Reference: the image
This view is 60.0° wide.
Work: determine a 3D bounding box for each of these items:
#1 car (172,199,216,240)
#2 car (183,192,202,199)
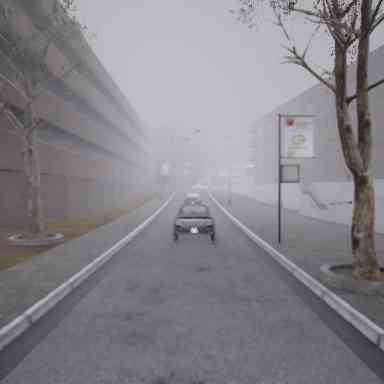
[{"bbox_3d":[0.094,1.321,15.955,2.128,1.511,4.902,0,1,0],"label":"car"},{"bbox_3d":[0.089,0.752,34.070,1.812,1.442,4.674,0,3,0],"label":"car"}]
